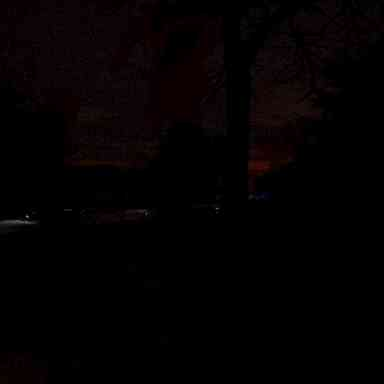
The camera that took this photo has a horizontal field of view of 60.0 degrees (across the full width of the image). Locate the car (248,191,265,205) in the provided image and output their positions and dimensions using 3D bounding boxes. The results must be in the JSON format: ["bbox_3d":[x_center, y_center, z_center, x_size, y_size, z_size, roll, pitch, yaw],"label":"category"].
[{"bbox_3d":[8.595,0.837,49.231,2.150,2.045,5.566,1,0,27],"label":"car"}]

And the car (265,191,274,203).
[{"bbox_3d":[13.143,0.943,58.881,2.150,2.045,5.566,1,0,22],"label":"car"}]

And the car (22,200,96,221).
[{"bbox_3d":[-9.953,1.309,25.434,2.033,1.411,5.357,2,2,36],"label":"car"}]

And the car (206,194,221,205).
[{"bbox_3d":[3.624,1.061,46.508,1.812,1.442,4.674,1,1,29],"label":"car"}]

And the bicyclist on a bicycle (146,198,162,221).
[{"bbox_3d":[-2.791,1.285,24.299,1.656,1.620,0.582,0,0,36],"label":"bicyclist on a bicycle"}]

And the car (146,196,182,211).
[{"bbox_3d":[-2.900,1.128,35.624,1.812,1.442,4.674,1,1,32],"label":"car"}]
